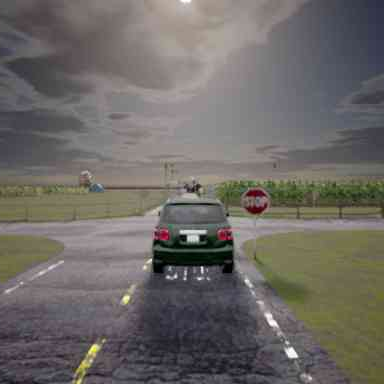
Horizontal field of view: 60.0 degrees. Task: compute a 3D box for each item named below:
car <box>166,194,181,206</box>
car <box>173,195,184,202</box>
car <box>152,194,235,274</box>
[{"bbox_3d":[-2.828,1.185,52.258,2.097,1.767,4.553,0,0,0],"label":"car"},{"bbox_3d":[-2.760,1.317,67.521,2.033,1.411,5.357,0,0,0],"label":"car"},{"bbox_3d":[0.048,1.192,10.583,2.150,2.045,5.566,0,0,1],"label":"car"}]
